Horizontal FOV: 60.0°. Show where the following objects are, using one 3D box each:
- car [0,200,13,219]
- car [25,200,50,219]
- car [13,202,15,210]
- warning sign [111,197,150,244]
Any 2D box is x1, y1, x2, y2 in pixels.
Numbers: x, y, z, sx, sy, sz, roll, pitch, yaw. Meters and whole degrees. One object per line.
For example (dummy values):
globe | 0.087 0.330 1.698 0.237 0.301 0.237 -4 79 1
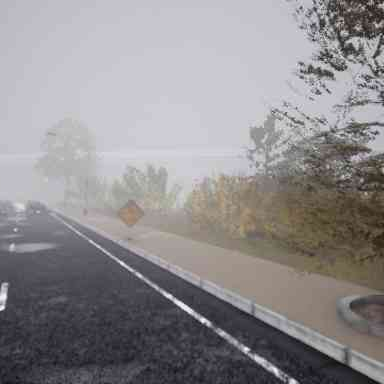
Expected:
car | -17.153 1.682 29.315 1.895 1.301 4.718 1 -1 -27
car | -14.202 1.683 30.682 1.994 1.385 4.181 1 -1 -26
car | -23.550 1.700 41.945 1.994 1.385 4.181 1 -1 -27
warning sign | -2.667 1.206 14.384 1.300 1.860 1.060 3 0 -27
